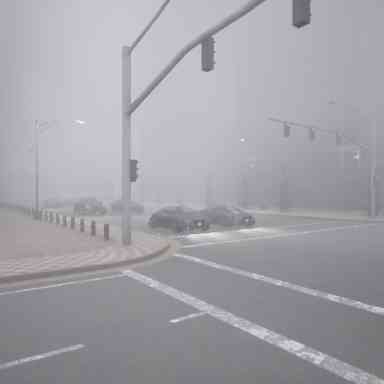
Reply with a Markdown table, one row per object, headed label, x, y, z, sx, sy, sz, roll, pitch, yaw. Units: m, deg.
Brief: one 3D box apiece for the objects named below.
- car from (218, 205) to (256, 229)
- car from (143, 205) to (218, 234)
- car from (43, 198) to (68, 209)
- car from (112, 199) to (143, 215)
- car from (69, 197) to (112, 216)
| label | x | y | z | sx | sy | sz | roll | pitch | yaw |
| --- | --- | --- | --- | --- | --- | --- | --- | --- | --- |
| car | 2.036 | 1.508 | 21.296 | 1.994 | 1.385 | 4.181 | 0 | 0 | -38 |
| car | -0.767 | 1.508 | 19.053 | 1.994 | 1.385 | 4.181 | 0 | 0 | -36 |
| car | -18.284 | 1.506 | 43.860 | 1.994 | 1.385 | 4.181 | 0 | 0 | -35 |
| car | -6.545 | 1.422 | 33.140 | 1.882 | 1.535 | 5.008 | 0 | 0 | -35 |
| car | -9.711 | 1.296 | 31.561 | 2.097 | 1.767 | 4.553 | 0 | 0 | -35 |
